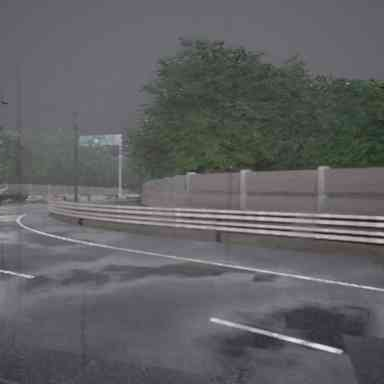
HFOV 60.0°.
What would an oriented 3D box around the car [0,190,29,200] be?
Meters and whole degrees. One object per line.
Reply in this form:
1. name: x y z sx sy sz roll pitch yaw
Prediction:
1. car: -26.318 0.550 47.601 2.150 2.045 5.566 0 1 32
